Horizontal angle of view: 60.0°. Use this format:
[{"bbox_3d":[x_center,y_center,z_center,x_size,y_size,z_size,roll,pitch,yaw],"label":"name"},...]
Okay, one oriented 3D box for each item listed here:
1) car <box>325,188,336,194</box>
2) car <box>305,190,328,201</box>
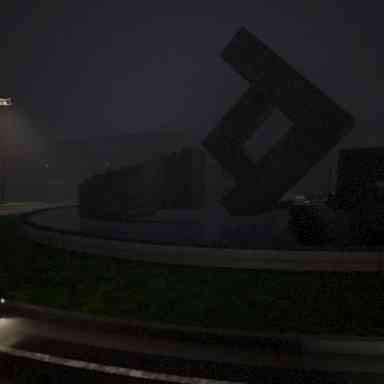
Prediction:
[{"bbox_3d":[27.863,0.193,67.055,2.150,2.045,5.566,1,1,28],"label":"car"},{"bbox_3d":[19.821,0.765,53.519,1.895,1.301,4.718,1,1,37],"label":"car"}]
